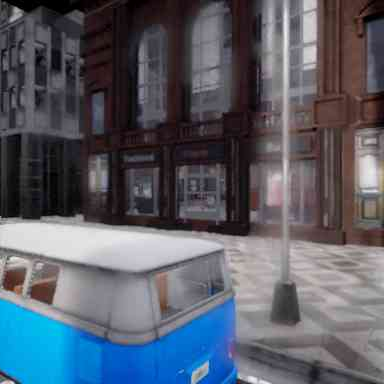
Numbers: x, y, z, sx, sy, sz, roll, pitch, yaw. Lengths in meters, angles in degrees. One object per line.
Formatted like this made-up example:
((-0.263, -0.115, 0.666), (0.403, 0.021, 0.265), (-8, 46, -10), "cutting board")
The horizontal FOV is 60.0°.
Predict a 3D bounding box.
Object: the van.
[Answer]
((-1.436, 1.341, 3.986), (3.998, 1.788, 1.690), (0, 0, 36), "van")
